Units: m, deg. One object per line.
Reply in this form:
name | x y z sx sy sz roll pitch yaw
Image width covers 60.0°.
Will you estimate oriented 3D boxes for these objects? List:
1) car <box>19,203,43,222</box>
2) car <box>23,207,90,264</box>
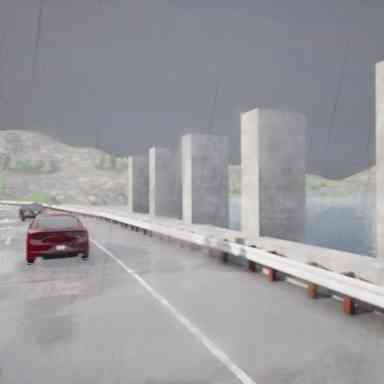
car | -13.314 1.649 27.819 2.033 1.411 5.357 0 0 -30
car | -5.003 1.517 12.240 1.882 1.535 5.008 0 0 -25
